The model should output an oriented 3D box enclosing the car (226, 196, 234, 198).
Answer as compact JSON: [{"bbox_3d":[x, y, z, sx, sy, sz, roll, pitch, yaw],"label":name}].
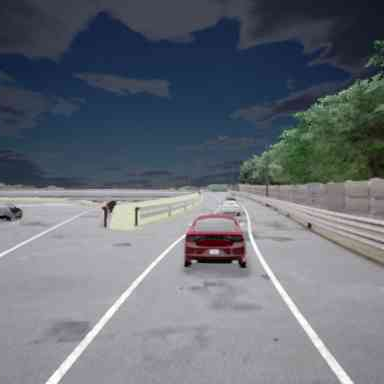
[{"bbox_3d":[6.683,1.394,58.642,1.837,1.490,4.892,0,2,5],"label":"car"}]

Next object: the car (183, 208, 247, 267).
[{"bbox_3d":[0.846,1.527,11.710,1.882,1.535,5.008,0,0,5],"label":"car"}]

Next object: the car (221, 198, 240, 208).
[{"bbox_3d":[4.066,1.647,34.973,1.812,1.442,4.674,0,0,8],"label":"car"}]

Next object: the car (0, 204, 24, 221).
[{"bbox_3d":[-15.561,1.673,27.720,1.994,1.385,4.181,0,-1,-12],"label":"car"}]
